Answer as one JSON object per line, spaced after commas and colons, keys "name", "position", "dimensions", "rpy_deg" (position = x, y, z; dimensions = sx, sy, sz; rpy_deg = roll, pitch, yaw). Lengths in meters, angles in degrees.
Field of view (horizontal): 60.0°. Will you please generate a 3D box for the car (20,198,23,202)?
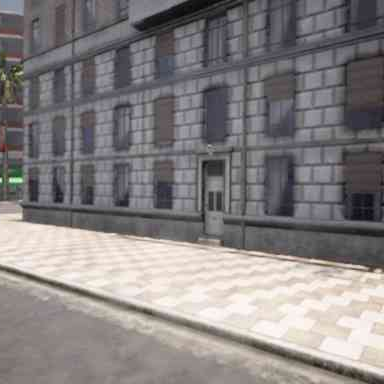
{"name": "car", "position": [-19.748, 0.916, 43.381], "dimensions": [1.837, 1.490, 4.892], "rpy_deg": [1, 1, 36]}
